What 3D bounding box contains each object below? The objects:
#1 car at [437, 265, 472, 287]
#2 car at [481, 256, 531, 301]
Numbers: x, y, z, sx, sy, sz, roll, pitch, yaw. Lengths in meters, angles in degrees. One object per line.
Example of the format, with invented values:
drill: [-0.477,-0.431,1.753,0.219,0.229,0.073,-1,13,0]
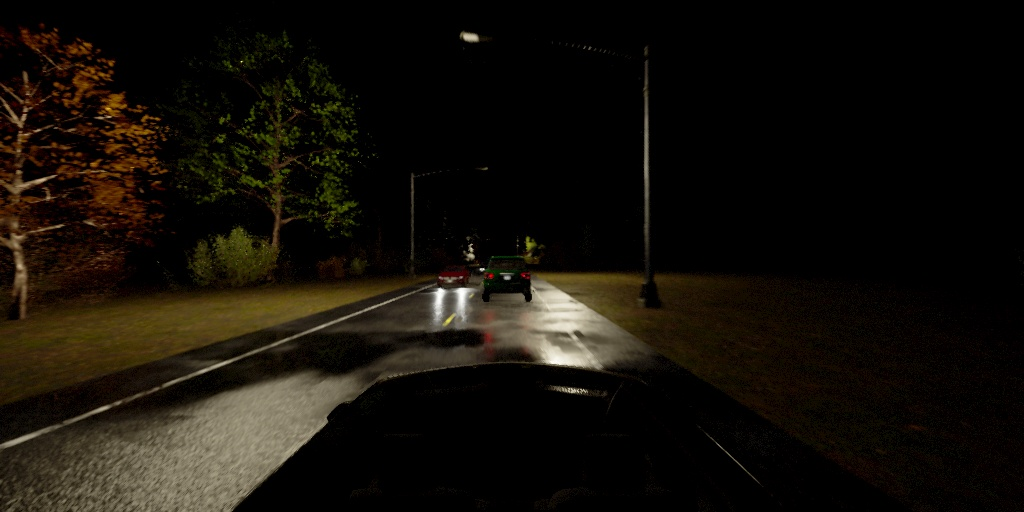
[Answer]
car: [-4.039,1.367,25.465,1.812,1.442,4.674,0,0,-1]
car: [-0.240,1.024,17.879,2.150,2.045,5.566,0,0,-1]
